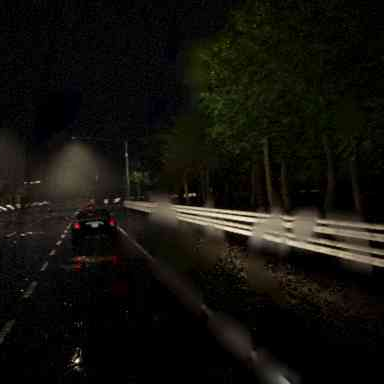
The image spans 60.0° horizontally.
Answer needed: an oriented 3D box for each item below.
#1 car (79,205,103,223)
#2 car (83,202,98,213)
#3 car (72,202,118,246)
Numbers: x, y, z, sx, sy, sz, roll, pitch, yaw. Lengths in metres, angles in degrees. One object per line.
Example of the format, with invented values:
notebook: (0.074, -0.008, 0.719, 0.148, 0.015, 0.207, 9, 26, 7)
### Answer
car: (-9.809, 2.053, 32.226, 1.994, 1.385, 4.181, -3, 0, -18)
car: (-15.001, 2.277, 49.356, 1.812, 1.442, 4.674, -3, 0, -14)
car: (-5.151, 1.606, 17.470, 2.097, 1.767, 4.553, -3, 0, -18)
